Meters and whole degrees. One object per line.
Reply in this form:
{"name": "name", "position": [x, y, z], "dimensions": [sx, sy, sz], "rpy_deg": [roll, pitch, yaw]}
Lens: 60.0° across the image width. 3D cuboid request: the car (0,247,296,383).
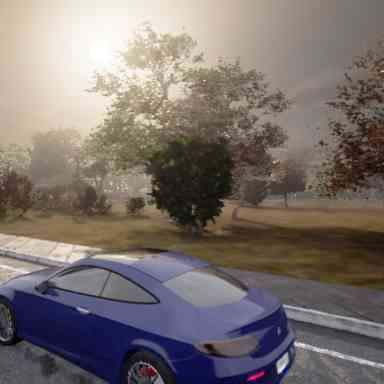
{"name": "car", "position": [-0.963, 1.525, 4.668], "dimensions": [4.674, 1.442, 1.812], "rpy_deg": [0, 0, 36]}
